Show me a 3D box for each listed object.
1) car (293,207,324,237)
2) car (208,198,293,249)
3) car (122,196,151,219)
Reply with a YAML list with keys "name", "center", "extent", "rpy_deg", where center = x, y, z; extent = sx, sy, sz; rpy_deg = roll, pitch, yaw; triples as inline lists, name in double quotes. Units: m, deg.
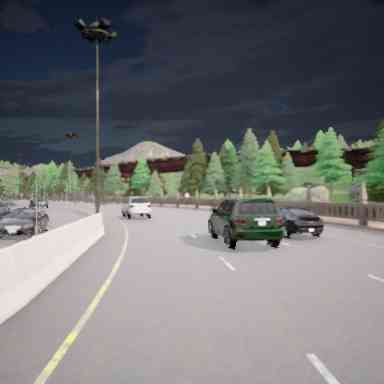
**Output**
- name: "car"
  center: [5.275, 1.578, 18.204]
  extent: [1.837, 1.490, 4.892]
  rpy_deg: [0, 0, -10]
- name: "car"
  center: [2.257, 1.297, 15.208]
  extent: [2.150, 2.045, 5.566]
  rpy_deg: [0, 0, -9]
- name: "car"
  center: [-5.424, 1.447, 32.146]
  extent: [2.150, 2.045, 5.566]
  rpy_deg: [0, 0, -19]
